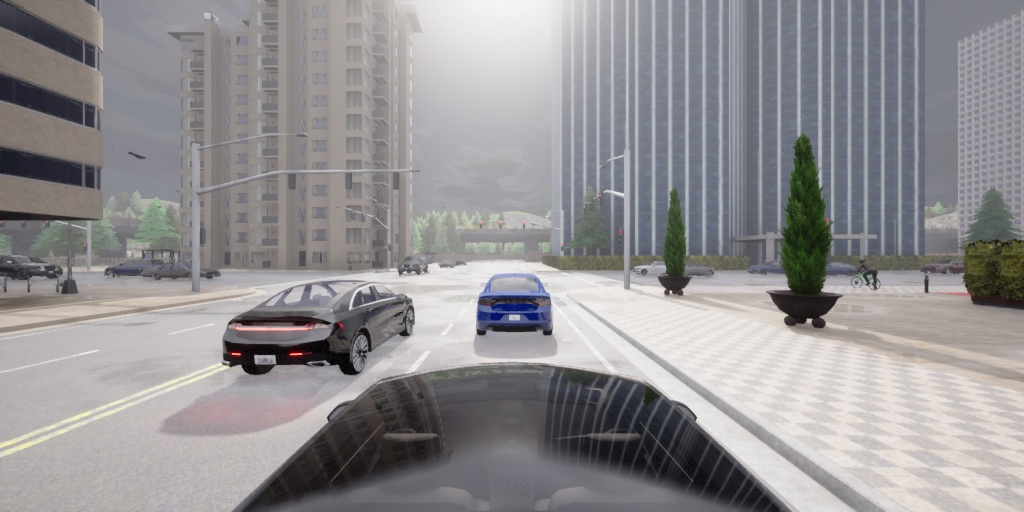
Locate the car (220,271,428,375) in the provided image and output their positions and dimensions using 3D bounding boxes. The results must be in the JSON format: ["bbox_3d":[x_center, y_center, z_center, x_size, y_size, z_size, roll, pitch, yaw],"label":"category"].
[{"bbox_3d":[-3.446,1.242,7.455,2.128,1.511,4.902,0,0,0],"label":"car"}]

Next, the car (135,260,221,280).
[{"bbox_3d":[-27.823,1.297,30.204,5.357,1.411,2.033,0,0,-1],"label":"car"}]

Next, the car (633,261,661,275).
[{"bbox_3d":[15.190,1.276,37.863,4.674,1.442,1.812,0,0,-1],"label":"car"}]

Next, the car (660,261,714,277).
[{"bbox_3d":[16.993,1.314,34.382,4.181,1.385,1.994,0,0,-1],"label":"car"}]

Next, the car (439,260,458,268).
[{"bbox_3d":[-10.616,1.313,58.600,1.994,1.385,4.181,0,0,0],"label":"car"}]

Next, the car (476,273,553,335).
[{"bbox_3d":[0.071,1.228,10.493,1.882,1.535,5.008,0,0,0],"label":"car"}]

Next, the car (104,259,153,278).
[{"bbox_3d":[-35.313,1.102,33.794,4.553,1.767,2.097,0,0,0],"label":"car"}]

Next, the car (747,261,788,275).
[{"bbox_3d":[27.543,1.276,37.982,4.674,1.442,1.812,0,0,0],"label":"car"}]

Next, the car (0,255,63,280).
[{"bbox_3d":[-41.392,0.963,30.098,5.566,2.045,2.150,1,0,1],"label":"car"}]

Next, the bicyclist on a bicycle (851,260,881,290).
[{"bbox_3d":[19.632,1.051,19.926,0.582,1.620,1.656,0,0,-1],"label":"bicyclist on a bicycle"}]

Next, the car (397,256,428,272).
[{"bbox_3d":[-10.620,0.971,38.823,2.150,2.045,5.566,0,0,0],"label":"car"}]

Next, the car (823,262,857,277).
[{"bbox_3d":[30.392,1.276,34.509,4.674,1.442,1.812,0,0,-1],"label":"car"}]

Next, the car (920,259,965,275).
[{"bbox_3d":[46.514,1.101,38.115,4.553,1.767,2.097,0,0,0],"label":"car"}]
